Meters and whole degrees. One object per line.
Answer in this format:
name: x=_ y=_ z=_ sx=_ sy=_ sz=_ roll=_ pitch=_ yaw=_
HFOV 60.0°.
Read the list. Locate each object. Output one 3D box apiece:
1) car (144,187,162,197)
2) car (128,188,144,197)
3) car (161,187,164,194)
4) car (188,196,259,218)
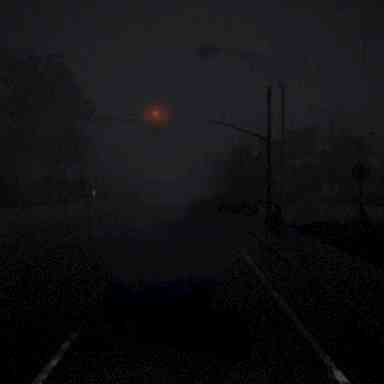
car: x=-7.288 y=0.263 z=62.929 sx=1.994 sy=1.385 sz=4.181 roll=0 pitch=1 yaw=0
car: x=-10.793 y=0.231 z=62.715 sx=1.812 sy=1.442 sz=4.674 roll=0 pitch=1 yaw=0
car: x=-7.805 y=-0.344 z=78.304 sx=2.097 sy=1.767 sz=4.553 roll=0 pitch=2 yaw=-3
car: x=2.204 y=1.019 z=23.424 sx=4.902 sy=1.511 sz=2.128 roll=0 pitch=1 yaw=-3
